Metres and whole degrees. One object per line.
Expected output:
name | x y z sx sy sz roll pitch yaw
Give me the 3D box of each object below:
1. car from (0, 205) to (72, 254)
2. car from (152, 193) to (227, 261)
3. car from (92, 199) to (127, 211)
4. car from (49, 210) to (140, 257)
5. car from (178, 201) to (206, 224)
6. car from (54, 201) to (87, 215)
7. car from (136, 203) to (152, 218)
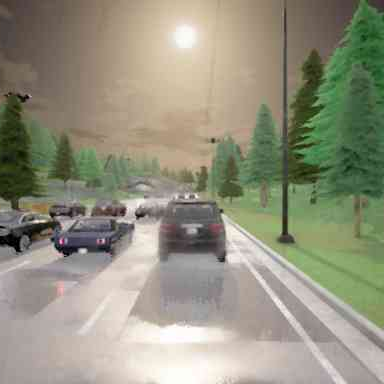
car | -6.957 1.483 13.463 2.128 1.511 4.902 0 0 1
car | 0.031 1.215 12.344 2.150 2.045 5.566 0 0 1
car | -6.968 1.333 28.372 2.097 1.767 4.553 0 0 1
car | -3.463 1.592 12.848 1.895 1.301 4.718 0 0 1
car | 0.012 1.531 26.279 2.033 1.411 5.357 0 0 0
car | -10.468 1.473 28.448 2.128 1.511 4.902 0 0 0
car | -3.474 1.583 27.856 1.895 1.301 4.718 0 0 0
